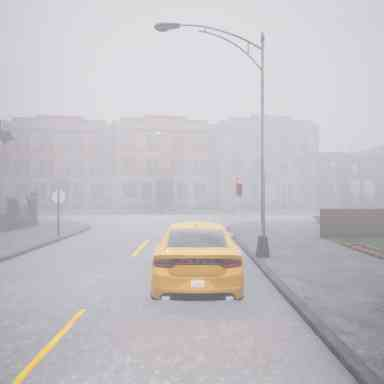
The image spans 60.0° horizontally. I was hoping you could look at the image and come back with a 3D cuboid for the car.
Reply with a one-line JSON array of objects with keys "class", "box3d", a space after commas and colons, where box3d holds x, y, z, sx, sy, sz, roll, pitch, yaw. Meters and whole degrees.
[{"class": "car", "box3d": [0.110, 1.478, 8.396, 1.882, 1.535, 5.008, 0, 0, 0]}]
